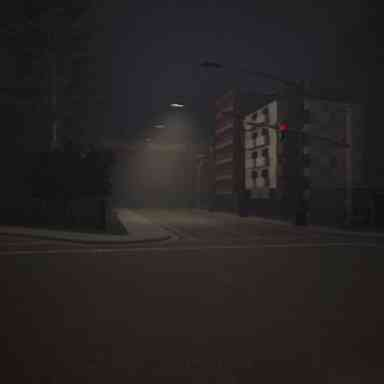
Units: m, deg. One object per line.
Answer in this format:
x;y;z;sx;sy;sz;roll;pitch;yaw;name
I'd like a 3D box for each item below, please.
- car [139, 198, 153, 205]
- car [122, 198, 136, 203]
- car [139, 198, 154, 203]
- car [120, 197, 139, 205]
-11.328;2.332;82.624;2.038;1.542;4.974;1;-1;-35;car
-15.417;2.141;81.905;1.853;1.218;4.536;0;-1;10;car
-11.357;2.175;82.668;1.853;1.218;4.536;1;-1;-35;car
-15.427;2.298;81.852;2.038;1.542;4.974;0;-1;10;car
